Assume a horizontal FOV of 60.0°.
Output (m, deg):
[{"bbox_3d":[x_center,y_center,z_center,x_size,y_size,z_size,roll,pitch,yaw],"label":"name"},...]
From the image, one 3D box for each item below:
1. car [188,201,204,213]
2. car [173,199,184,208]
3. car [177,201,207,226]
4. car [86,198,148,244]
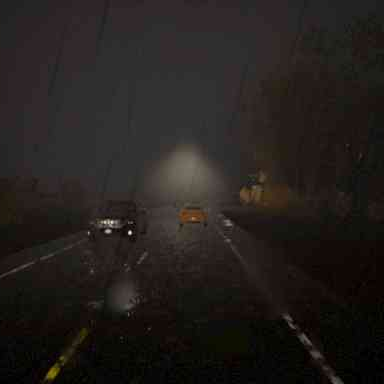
[{"bbox_3d":[0.562,1.914,42.363,1.994,1.385,4.181,0,-1,2],"label":"car"},{"bbox_3d":[-2.195,1.980,58.270,1.837,1.490,4.892,0,0,5],"label":"car"},{"bbox_3d":[0.117,1.689,25.235,1.882,1.535,5.008,0,-1,1],"label":"car"},{"bbox_3d":[-3.611,1.365,17.095,2.150,2.045,5.566,0,0,0],"label":"car"}]
